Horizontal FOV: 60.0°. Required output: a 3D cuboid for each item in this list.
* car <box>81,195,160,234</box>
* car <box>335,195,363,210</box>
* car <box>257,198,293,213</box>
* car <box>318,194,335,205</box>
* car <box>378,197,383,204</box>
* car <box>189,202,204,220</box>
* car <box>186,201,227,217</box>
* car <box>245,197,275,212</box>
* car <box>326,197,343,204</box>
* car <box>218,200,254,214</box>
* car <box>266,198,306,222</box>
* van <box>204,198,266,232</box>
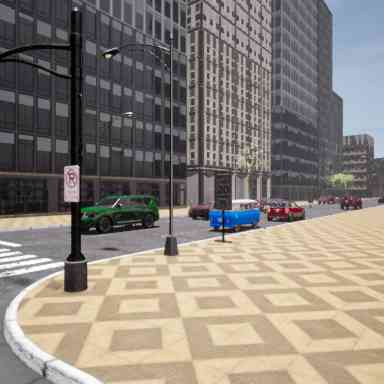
[{"bbox_3d":[-4.400,1.238,20.035,2.150,2.045,5.566,0,0,39],"label":"car"},{"bbox_3d":[21.305,1.368,44.439,2.192,1.841,5.009,0,0,38],"label":"car"},{"bbox_3d":[9.566,1.524,38.085,2.128,1.511,4.902,0,0,38],"label":"car"},{"bbox_3d":[25.291,1.380,62.463,2.192,1.841,5.009,0,0,38],"label":"car"},{"bbox_3d":[38.332,1.658,66.437,1.947,1.339,4.313,0,0,38],"label":"car"},{"bbox_3d":[1.821,1.624,28.105,1.895,1.301,4.718,0,0,38],"label":"car"},{"bbox_3d":[1.452,1.603,31.663,1.802,1.307,4.206,0,0,38],"label":"car"},{"bbox_3d":[8.263,1.471,40.463,1.967,1.590,4.097,0,0,38],"label":"car"},{"bbox_3d":[28.696,1.624,66.862,2.008,1.369,4.403,0,0,38],"label":"car"},{"bbox_3d":[4.858,1.570,36.064,1.887,1.381,4.507,0,0,38],"label":"car"},{"bbox_3d":[7.684,1.472,26.839,1.967,1.590,4.097,0,0,38],"label":"car"},{"bbox_3d":[2.704,1.368,20.224,1.690,1.788,3.998,0,0,38],"label":"van"}]
